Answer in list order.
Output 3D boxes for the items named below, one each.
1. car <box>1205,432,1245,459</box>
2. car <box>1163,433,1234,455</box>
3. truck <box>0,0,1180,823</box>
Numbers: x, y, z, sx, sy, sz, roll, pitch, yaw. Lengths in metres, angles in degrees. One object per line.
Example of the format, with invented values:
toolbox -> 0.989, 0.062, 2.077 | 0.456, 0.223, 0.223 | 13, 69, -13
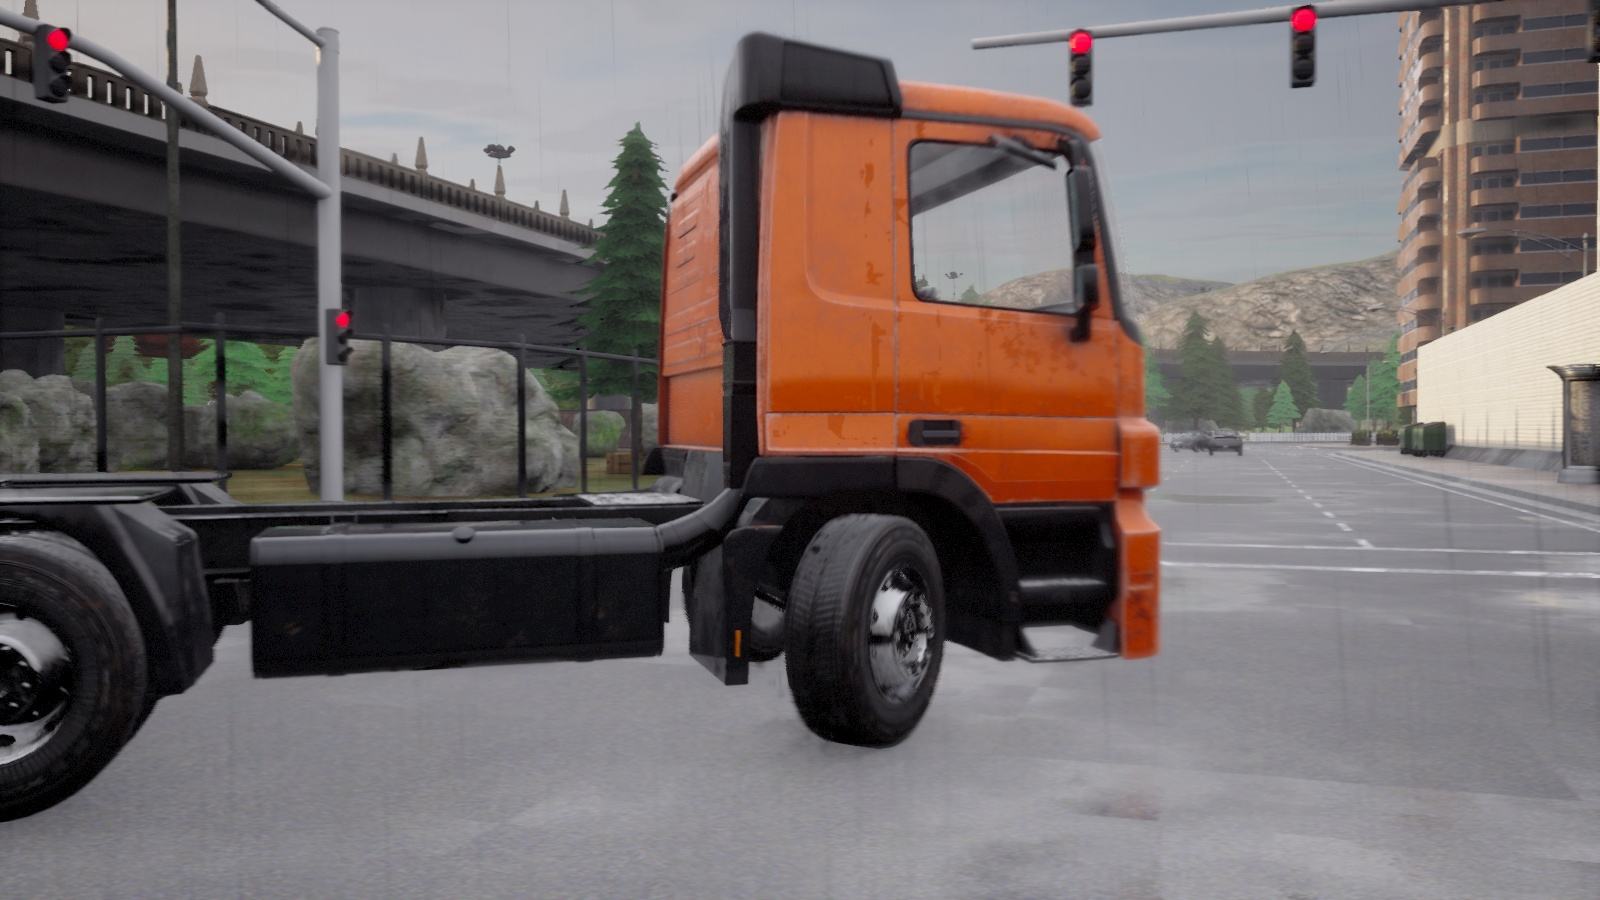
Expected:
car -> 24.697, -0.276, 73.041 | 2.128, 1.511, 4.902 | 0, 1, 19
car -> 27.478, -0.430, 86.581 | 4.902, 1.511, 2.128 | -1, 1, -35
truck -> -2.233, -0.273, 6.800 | 7.936, 3.462, 2.891 | 0, 1, -18
